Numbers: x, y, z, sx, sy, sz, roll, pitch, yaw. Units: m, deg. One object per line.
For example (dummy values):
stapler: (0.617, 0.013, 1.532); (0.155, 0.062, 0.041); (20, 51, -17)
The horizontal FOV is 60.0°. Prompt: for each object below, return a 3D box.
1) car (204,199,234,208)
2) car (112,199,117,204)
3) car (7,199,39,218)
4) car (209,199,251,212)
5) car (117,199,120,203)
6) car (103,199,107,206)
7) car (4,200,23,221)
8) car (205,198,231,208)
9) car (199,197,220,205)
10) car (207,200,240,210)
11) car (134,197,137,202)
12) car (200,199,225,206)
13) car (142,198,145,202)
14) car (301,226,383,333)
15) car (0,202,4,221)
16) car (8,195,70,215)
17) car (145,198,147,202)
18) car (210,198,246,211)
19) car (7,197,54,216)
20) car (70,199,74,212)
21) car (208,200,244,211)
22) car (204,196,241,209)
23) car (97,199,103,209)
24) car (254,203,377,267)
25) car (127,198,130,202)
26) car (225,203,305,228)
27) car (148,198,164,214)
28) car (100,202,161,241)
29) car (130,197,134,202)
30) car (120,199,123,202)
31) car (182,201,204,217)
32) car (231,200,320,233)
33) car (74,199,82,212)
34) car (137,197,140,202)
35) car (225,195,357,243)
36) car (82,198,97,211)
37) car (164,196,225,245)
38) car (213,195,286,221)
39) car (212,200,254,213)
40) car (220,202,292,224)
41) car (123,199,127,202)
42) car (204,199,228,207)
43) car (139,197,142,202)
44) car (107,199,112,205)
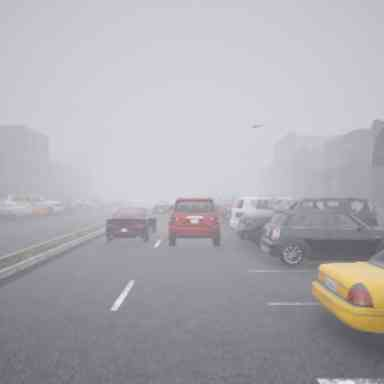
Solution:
car: (4.663, 2.006, 57.799); (5.008, 1.535, 2.097); (0, -1, 0)
car: (-15.737, 1.966, 55.513); (5.008, 1.535, 2.097); (0, -1, 0)
car: (-15.796, 1.548, 27.740); (4.674, 1.452, 2.002); (0, 0, 0)
car: (4.655, 1.695, 41.258); (5.008, 1.535, 2.097); (0, -1, 0)
car: (-15.719, 2.024, 58.292); (4.892, 1.521, 2.231); (0, -1, 0)
car: (-15.717, 1.732, 49.967); (4.553, 1.767, 2.185); (0, -1, 0)
car: (-15.807, 1.532, 25.083); (4.674, 1.452, 2.002); (0, 0, 0)
car: (4.638, 1.935, 60.558); (4.553, 1.767, 2.185); (0, -1, 0)
car: (4.632, 2.429, 88.130); (5.566, 2.045, 2.435); (0, -1, 0)
car: (4.661, 1.887, 49.528); (4.674, 1.452, 2.002); (0, -1, 0)
car: (-15.692, 2.378, 74.963); (4.892, 1.521, 2.231); (0, -1, 0)
car: (4.491, 2.352, 74.338); (5.366, 1.575, 1.946); (0, -1, 0)
car: (-15.686, 2.383, 86.205); (5.566, 2.045, 2.435); (0, -1, 0)
car: (4.828, 1.483, 5.432); (5.366, 1.575, 1.946); (0, 0, 0)
car: (-15.996, 1.480, 22.313); (5.366, 1.575, 1.946); (0, 0, 0)
car: (-15.756, 1.313, 33.296); (5.566, 2.045, 2.435); (0, -1, 0)
car: (-15.616, 2.797, 91.757); (4.792, 1.488, 2.163); (0, -1, 0)
car: (4.693, 1.620, 44.017); (4.553, 1.767, 2.185); (0, -1, 0)
car: (-15.977, 1.530, 30.515); (5.366, 1.575, 1.946); (0, -1, 0)
car: (-15.777, 1.643, 36.066); (4.674, 1.452, 2.002); (0, -1, 0)
car: (4.692, 1.826, 46.772); (4.792, 1.488, 2.163); (0, -1, 0)
car: (4.694, 1.648, 52.290); (5.566, 2.045, 2.435); (0, -1, 0)
car: (-15.937, 1.803, 47.303); (5.366, 1.575, 1.946); (0, -1, 0)
car: (4.614, 1.361, 10.949); (4.553, 1.767, 2.185); (0, 0, 0)
car: (-15.711, 2.199, 66.752); (4.892, 1.521, 2.231); (0, -1, 0)
car: (4.680, 1.521, 21.976); (4.792, 1.488, 2.163); (0, 0, 0)
car: (-2.886, 1.615, 32.962); (1.812, 1.442, 4.674); (0, -1, 0)
car: (-2.895, 1.484, 16.705); (1.882, 1.535, 5.008); (0, 0, 0)
car: (-15.721, 2.345, 72.183); (4.792, 1.488, 2.163); (0, -1, 0)
car: (-15.747, 2.108, 61.069); (4.792, 1.488, 2.163); (0, -1, 0)
car: (0.113, 1.647, 32.414); (1.994, 1.385, 4.181); (0, -1, 0)
car: (4.681, 1.360, 19.219); (4.553, 1.767, 2.185); (0, 0, 0)
car: (-15.740, 1.523, 38.846); (4.553, 1.767, 2.185); (0, -1, 0)
car: (-15.669, 2.542, 80.517); (4.674, 1.452, 2.002); (0, -1, 0)
car: (4.676, 1.234, 16.464); (5.566, 2.045, 2.435); (0, 0, 0)
car: (-15.764, 1.754, 44.524); (4.892, 1.521, 2.231); (0, -1, 0)
car: (0.105, 1.228, 15.601); (2.150, 2.045, 5.566); (0, 0, 0)
car: (4.625, 1.266, 27.487); (5.566, 2.045, 2.435); (0, 0, 0)
car: (4.656, 1.689, 38.503); (4.674, 1.452, 2.002); (0, -1, 0)
car: (4.647, 1.498, 24.728); (5.008, 1.535, 2.097); (0, 0, 0)
car: (-15.706, 2.140, 63.974); (5.008, 1.535, 2.097); (0, -1, 0)
car: (4.670, 2.216, 66.104); (4.674, 1.452, 2.002); (0, -1, 0)
car: (-15.697, 2.444, 83.390); (4.553, 1.767, 2.185); (0, -1, 0)
car: (-15.709, 1.941, 52.735); (4.792, 1.488, 2.163); (0, -1, 0)
